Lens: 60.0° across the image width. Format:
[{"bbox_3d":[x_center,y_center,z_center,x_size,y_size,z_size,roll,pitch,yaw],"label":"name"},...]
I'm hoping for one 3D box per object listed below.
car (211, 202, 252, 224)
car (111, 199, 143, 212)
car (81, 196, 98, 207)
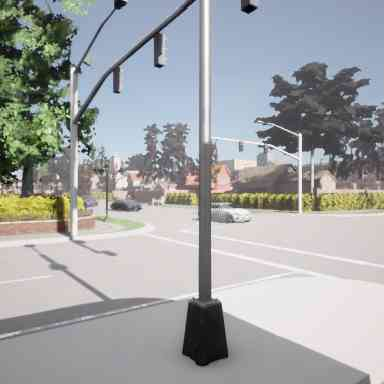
[{"bbox_3d":[2.396,1.526,25.046,1.812,1.442,4.674,0,0,-38],"label":"car"},{"bbox_3d":[-7.693,1.548,38.714,2.033,1.411,5.357,0,0,-36],"label":"car"},{"bbox_3d":[-15.671,1.352,49.752,2.097,1.767,4.553,0,0,-36],"label":"car"}]
